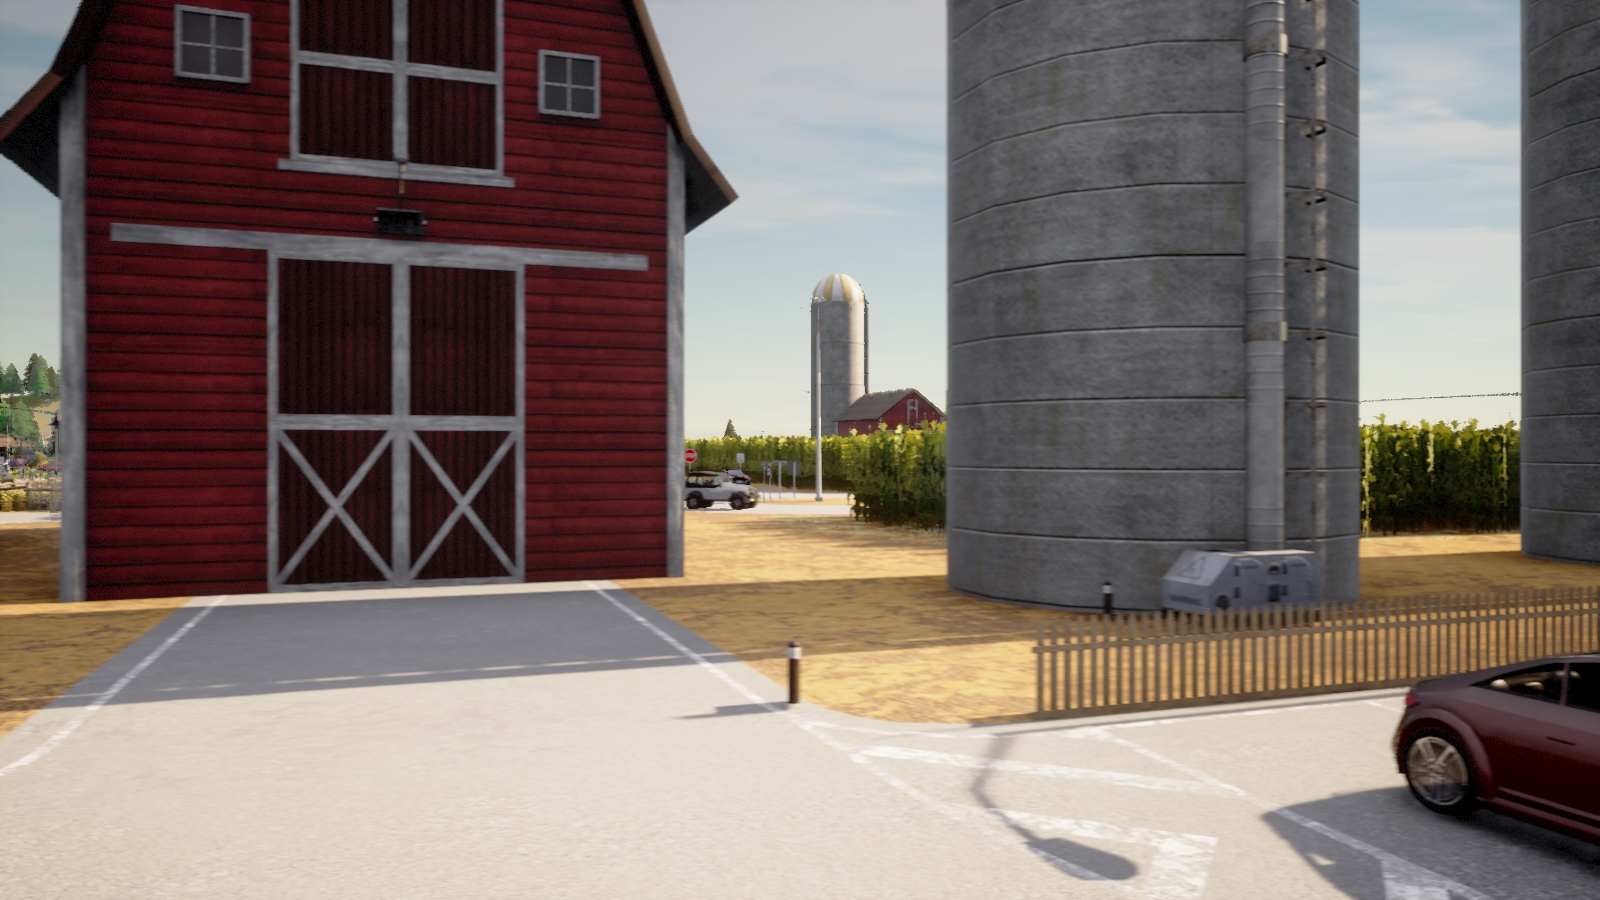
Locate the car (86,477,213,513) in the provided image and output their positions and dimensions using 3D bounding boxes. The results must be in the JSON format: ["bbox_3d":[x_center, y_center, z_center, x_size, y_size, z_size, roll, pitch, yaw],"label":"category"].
[{"bbox_3d":[-30.211,2.046,53.248,4.902,1.511,2.128,0,0,-23],"label":"car"}]

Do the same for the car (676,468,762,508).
[{"bbox_3d":[-3.994,1.857,56.518,3.866,1.878,1.905,0,0,16],"label":"car"}]

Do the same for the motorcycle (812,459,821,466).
[{"bbox_3d":[2.823,2.154,198.927,0.764,1.307,2.356,0,0,-21],"label":"motorcycle"}]

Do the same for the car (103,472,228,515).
[{"bbox_3d":[-28.048,1.905,50.665,4.553,1.767,2.097,0,0,-20],"label":"car"}]
